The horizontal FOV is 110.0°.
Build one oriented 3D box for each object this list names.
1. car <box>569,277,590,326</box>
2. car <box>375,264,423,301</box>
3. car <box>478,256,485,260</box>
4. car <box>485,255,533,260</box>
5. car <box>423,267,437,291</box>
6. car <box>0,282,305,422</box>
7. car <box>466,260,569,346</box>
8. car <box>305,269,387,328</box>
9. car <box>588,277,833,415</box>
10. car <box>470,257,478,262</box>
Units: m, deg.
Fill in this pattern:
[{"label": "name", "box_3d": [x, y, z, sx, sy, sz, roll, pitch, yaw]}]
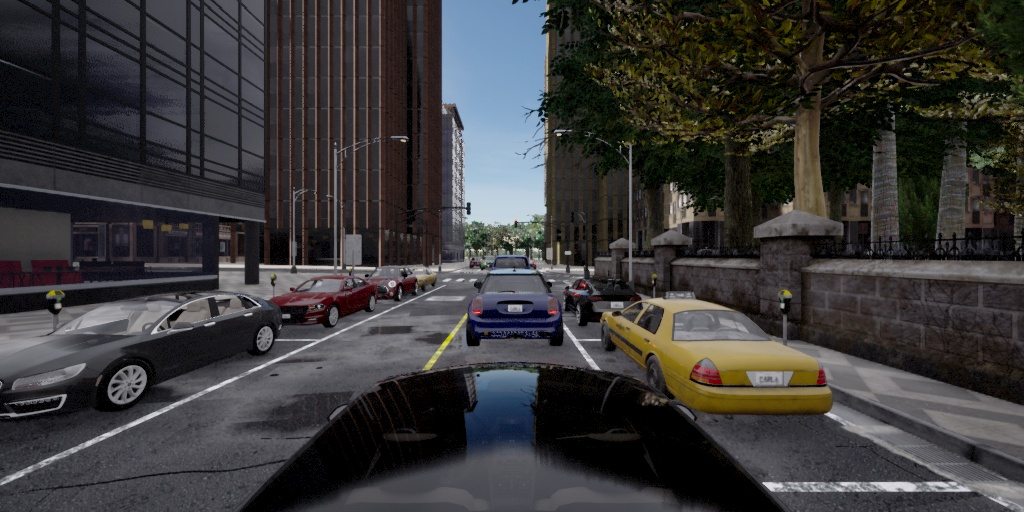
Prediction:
[{"label": "car", "box_3d": [2.740, 1.316, 11.437, 1.948, 1.339, 4.313, 0, 0, 0]}, {"label": "car", "box_3d": [-5.797, 1.190, 16.873, 1.967, 1.591, 4.097, 0, 0, 0]}, {"label": "car", "box_3d": [-3.214, 0.982, 51.214, 2.150, 2.045, 5.566, 0, 0, -1]}, {"label": "car", "box_3d": [-0.034, 0.973, 18.973, 2.150, 2.045, 5.566, 0, 0, 0]}, {"label": "car", "box_3d": [-5.809, 1.277, 22.160, 1.751, 1.417, 4.829, 0, 0, 0]}, {"label": "car", "box_3d": [-5.772, 1.300, 5.959, 2.007, 1.370, 4.403, 0, 0, 0]}, {"label": "car", "box_3d": [0.036, 1.102, 9.539, 2.097, 1.767, 4.553, 0, 0, -1]}, {"label": "car", "box_3d": [-5.785, 1.295, 11.416, 1.888, 1.381, 4.507, 0, 0, 0]}, {"label": "car", "box_3d": [2.752, 1.275, 6.151, 1.751, 1.417, 4.829, 0, 0, 0]}, {"label": "car", "box_3d": [-5.894, 1.079, 59.738, 2.192, 1.841, 5.009, 0, 0, 0]}]
